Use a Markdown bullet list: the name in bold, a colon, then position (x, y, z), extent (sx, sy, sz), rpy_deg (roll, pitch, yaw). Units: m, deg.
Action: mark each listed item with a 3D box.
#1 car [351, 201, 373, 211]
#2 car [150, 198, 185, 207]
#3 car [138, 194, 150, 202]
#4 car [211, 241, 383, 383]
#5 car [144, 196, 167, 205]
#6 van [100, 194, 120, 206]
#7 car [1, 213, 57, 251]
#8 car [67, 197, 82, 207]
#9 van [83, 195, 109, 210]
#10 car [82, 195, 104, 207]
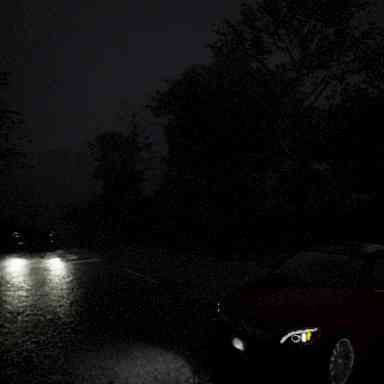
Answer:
- **car**: position (23.626, 1.894, 44.453), extent (2.128, 1.511, 4.902), rpy_deg (2, -1, -34)
- **car**: position (-3.635, 1.378, 51.026), extent (2.435, 2.045, 5.566), rpy_deg (1, 0, -36)
- **car**: position (-9.441, 1.380, 61.899), extent (2.435, 2.045, 5.566), rpy_deg (0, 0, -36)
- **car**: position (2.466, 1.601, 5.479), extent (4.674, 1.442, 1.812), rpy_deg (0, -1, -36)
- **car**: position (-7.094, 1.654, 63.629), extent (2.097, 1.535, 5.008), rpy_deg (1, 0, -36)
- **van**: position (-14.417, 1.393, 58.211), extent (1.878, 1.987, 4.442), rpy_deg (0, 0, -36)
- **car**: position (-7.937, 1.786, 16.055), extent (1.882, 1.535, 5.008), rpy_deg (2, -2, -35)
- **car**: position (-19.430, 1.634, 54.984), extent (1.946, 1.575, 5.366), rpy_deg (0, 0, -36)
- **van**: position (-12.765, 1.420, 44.583), extent (1.878, 1.987, 4.442), rpy_deg (0, 0, -36)
- **car**: position (-16.934, 1.496, 56.510), extent (2.185, 1.767, 4.553), rpy_deg (0, 0, -36)
